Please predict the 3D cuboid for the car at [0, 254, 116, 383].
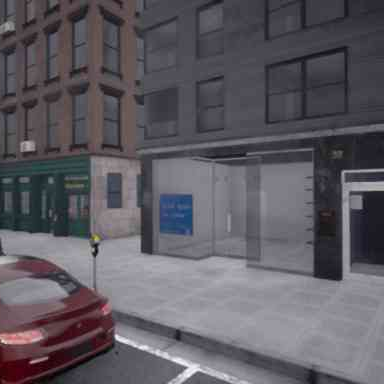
[{"bbox_3d":[-2.910,1.607,4.899,4.206,1.307,1.802,0,0,36],"label":"car"}]
